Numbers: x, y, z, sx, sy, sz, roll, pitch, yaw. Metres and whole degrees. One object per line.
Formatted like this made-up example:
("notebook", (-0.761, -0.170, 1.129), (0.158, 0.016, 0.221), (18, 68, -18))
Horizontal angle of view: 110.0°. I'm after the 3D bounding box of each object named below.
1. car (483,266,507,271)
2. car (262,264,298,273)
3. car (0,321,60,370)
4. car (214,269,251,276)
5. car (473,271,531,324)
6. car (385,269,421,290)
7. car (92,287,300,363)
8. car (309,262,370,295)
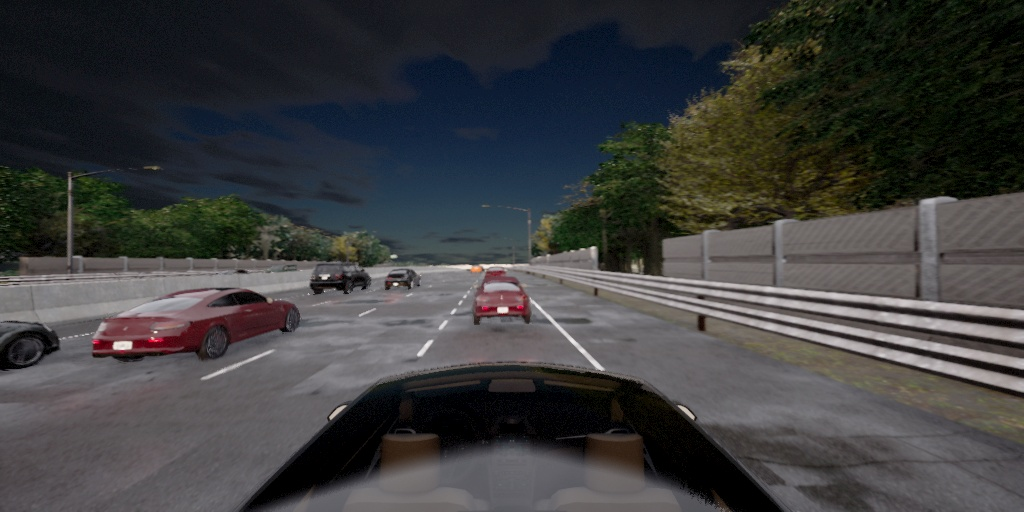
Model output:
("car", (-1.491, 1.676, 33.232), (1.882, 1.535, 5.008), (-1, -1, -3))
("car", (-30.460, 2.137, 47.256), (2.150, 2.045, 5.566), (-1, -1, -3))
("car", (-10.534, 1.543, 5.806), (1.994, 1.385, 4.181), (-1, -1, -3))
("car", (-33.758, 2.394, 43.355), (1.837, 1.490, 4.892), (-1, -1, -3))
("car", (-0.395, 1.442, 12.780), (1.812, 1.442, 4.674), (-1, -1, -3))
("car", (-8.175, 1.727, 27.169), (1.837, 1.490, 4.892), (-1, -1, -3))
("car", (-7.191, 1.495, 8.809), (1.812, 1.442, 4.674), (-1, -1, -3))
("car", (-11.538, 1.463, 24.437), (2.150, 2.045, 5.566), (-1, -1, -3))
